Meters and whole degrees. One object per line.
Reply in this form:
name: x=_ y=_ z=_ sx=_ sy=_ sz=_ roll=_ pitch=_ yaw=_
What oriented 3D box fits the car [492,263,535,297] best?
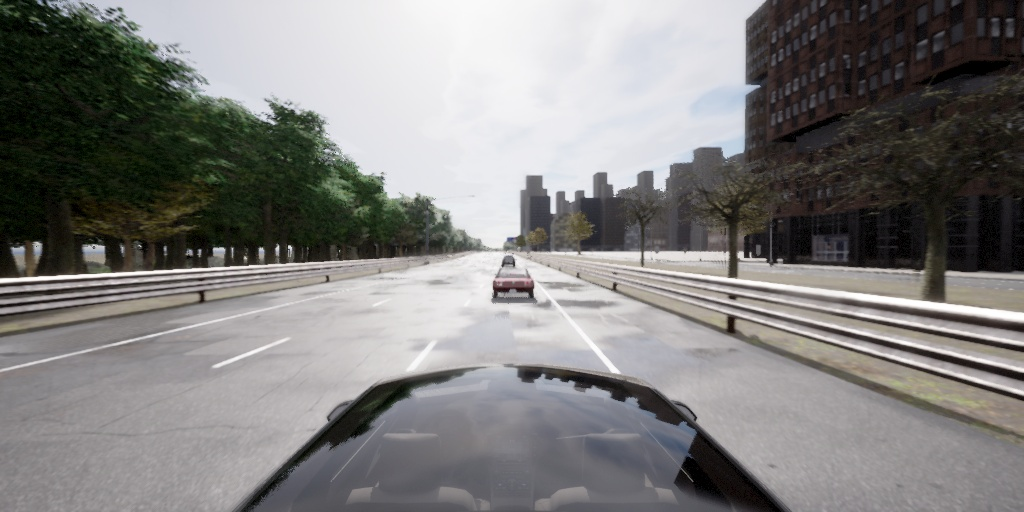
car: x=0.045 y=1.199 z=17.598 sx=1.895 sy=1.301 sz=4.718 roll=0 pitch=1 yaw=0

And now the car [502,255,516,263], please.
car: x=-0.466 y=0.595 z=51.249 sx=2.033 sy=1.649 sz=4.856 roll=0 pitch=1 yaw=-1
